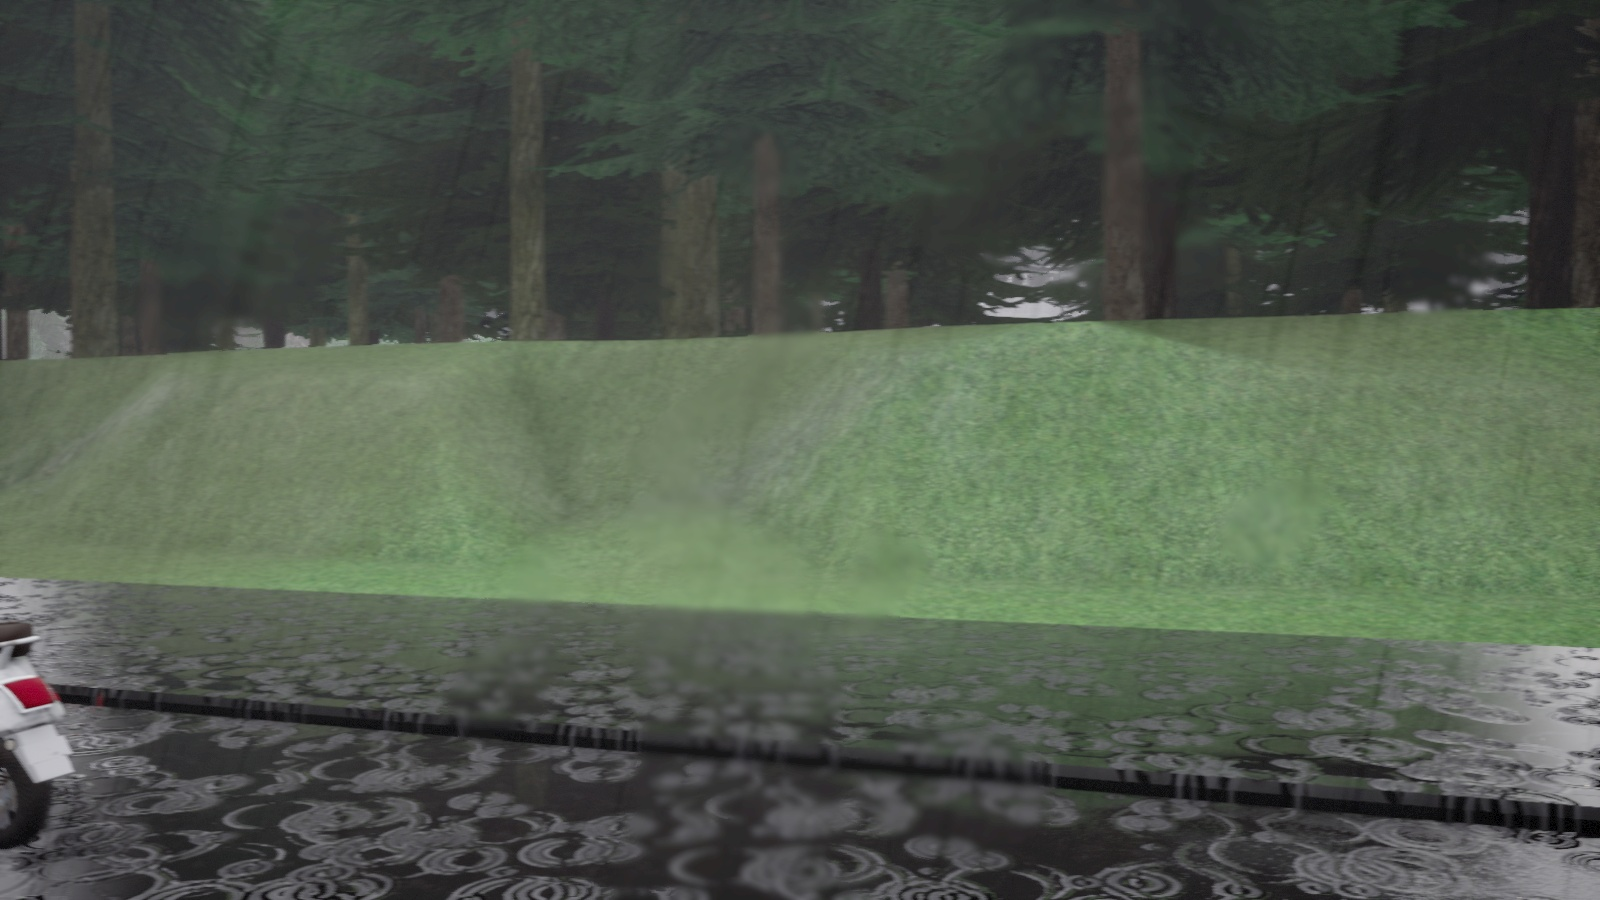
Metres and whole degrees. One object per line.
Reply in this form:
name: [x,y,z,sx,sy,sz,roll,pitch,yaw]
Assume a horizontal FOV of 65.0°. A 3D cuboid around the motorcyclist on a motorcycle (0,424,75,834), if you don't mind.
motorcyclist on a motorcycle: [-3.997,0.689,5.065,1.817,1.590,0.866,1,1,19]
